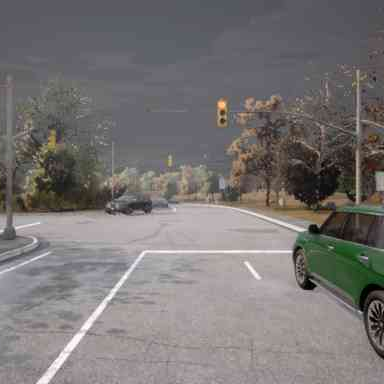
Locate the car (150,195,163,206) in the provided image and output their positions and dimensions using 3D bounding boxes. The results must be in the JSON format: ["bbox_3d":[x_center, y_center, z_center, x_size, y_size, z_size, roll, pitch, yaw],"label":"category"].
[{"bbox_3d":[-7.411,1.777,68.650,2.150,2.045,5.566,0,-2,-13],"label":"car"}]

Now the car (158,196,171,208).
[{"bbox_3d":[-4.759,1.533,51.257,2.097,1.767,4.553,0,-1,-6],"label":"car"}]

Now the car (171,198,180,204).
[{"bbox_3d":[-4.601,2.356,82.953,2.128,1.511,4.902,0,-1,-22],"label":"car"}]

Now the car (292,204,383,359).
[{"bbox_3d":[3.586,1.221,6.026,2.150,2.045,5.566,0,0,0],"label":"car"}]

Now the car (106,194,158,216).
[{"bbox_3d":[-6.066,1.231,33.176,2.150,2.045,5.566,0,0,27],"label":"car"}]
